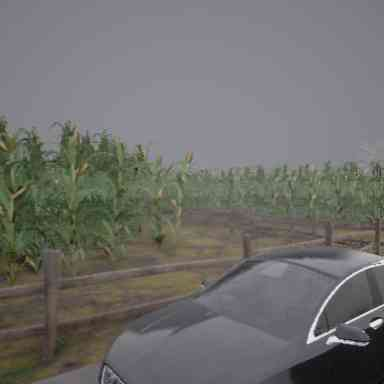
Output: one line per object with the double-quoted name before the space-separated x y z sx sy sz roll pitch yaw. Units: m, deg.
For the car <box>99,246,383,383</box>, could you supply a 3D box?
"car" 1.365 1.515 4.039 4.892 1.490 1.837 0 0 -35
